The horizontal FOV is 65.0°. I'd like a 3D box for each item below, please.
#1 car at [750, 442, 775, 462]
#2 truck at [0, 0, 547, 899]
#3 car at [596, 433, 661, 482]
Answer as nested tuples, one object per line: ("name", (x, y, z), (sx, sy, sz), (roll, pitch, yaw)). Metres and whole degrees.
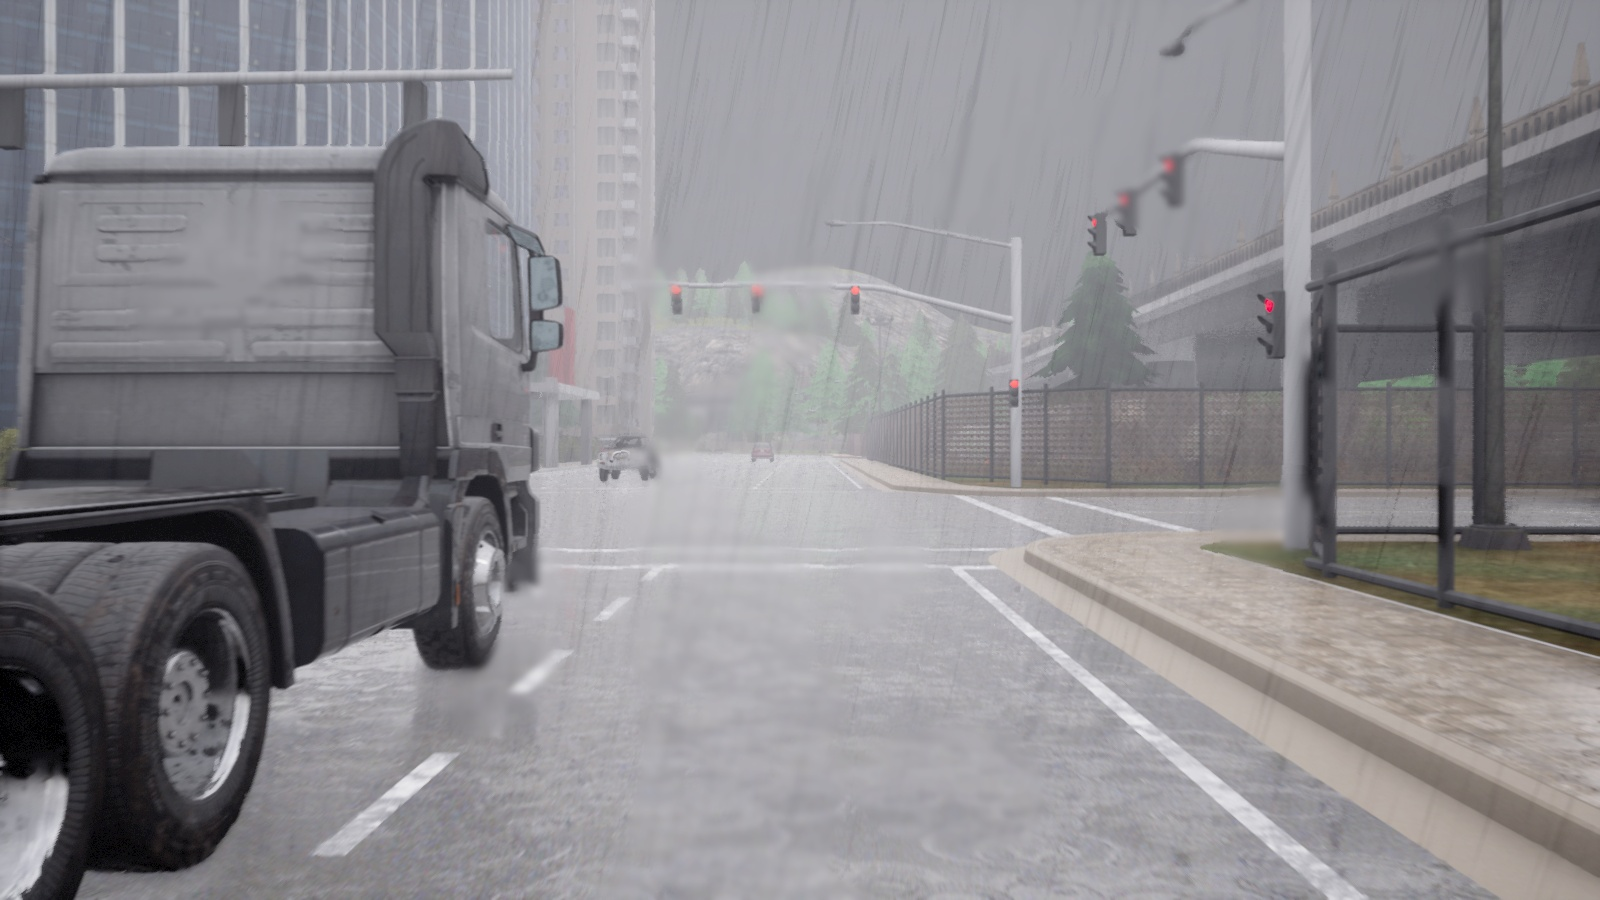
("car", (-2.927, 0.166, 98.769), (1.789, 1.549, 3.705), (0, 0, 0))
("truck", (-3.450, -0.271, 5.889), (2.891, 3.462, 7.936), (0, 0, 0))
("car", (-6.704, 0.279, 49.517), (1.932, 1.855, 4.605), (0, 0, 0))
